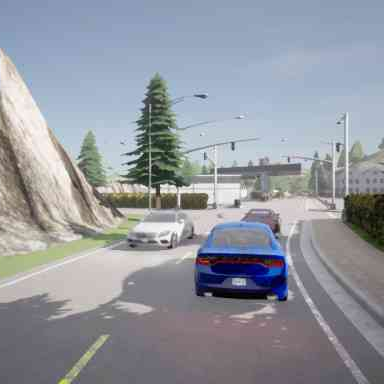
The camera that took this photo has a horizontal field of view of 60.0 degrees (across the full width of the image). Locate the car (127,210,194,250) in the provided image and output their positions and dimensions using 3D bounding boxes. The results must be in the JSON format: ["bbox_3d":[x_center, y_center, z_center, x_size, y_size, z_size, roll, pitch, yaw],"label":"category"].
[{"bbox_3d":[-1.154,1.526,14.570,1.812,1.442,4.674,0,0,15],"label":"car"}]

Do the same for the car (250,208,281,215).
[{"bbox_3d":[3.687,1.564,17.664,1.994,1.385,4.181,0,0,17],"label":"car"}]

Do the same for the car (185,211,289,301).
[{"bbox_3d":[1.287,1.478,8.474,1.882,1.535,5.008,0,0,10],"label":"car"}]

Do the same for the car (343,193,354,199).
[{"bbox_3d":[40.162,1.077,82.998,3.866,1.878,1.905,0,0,19],"label":"car"}]
